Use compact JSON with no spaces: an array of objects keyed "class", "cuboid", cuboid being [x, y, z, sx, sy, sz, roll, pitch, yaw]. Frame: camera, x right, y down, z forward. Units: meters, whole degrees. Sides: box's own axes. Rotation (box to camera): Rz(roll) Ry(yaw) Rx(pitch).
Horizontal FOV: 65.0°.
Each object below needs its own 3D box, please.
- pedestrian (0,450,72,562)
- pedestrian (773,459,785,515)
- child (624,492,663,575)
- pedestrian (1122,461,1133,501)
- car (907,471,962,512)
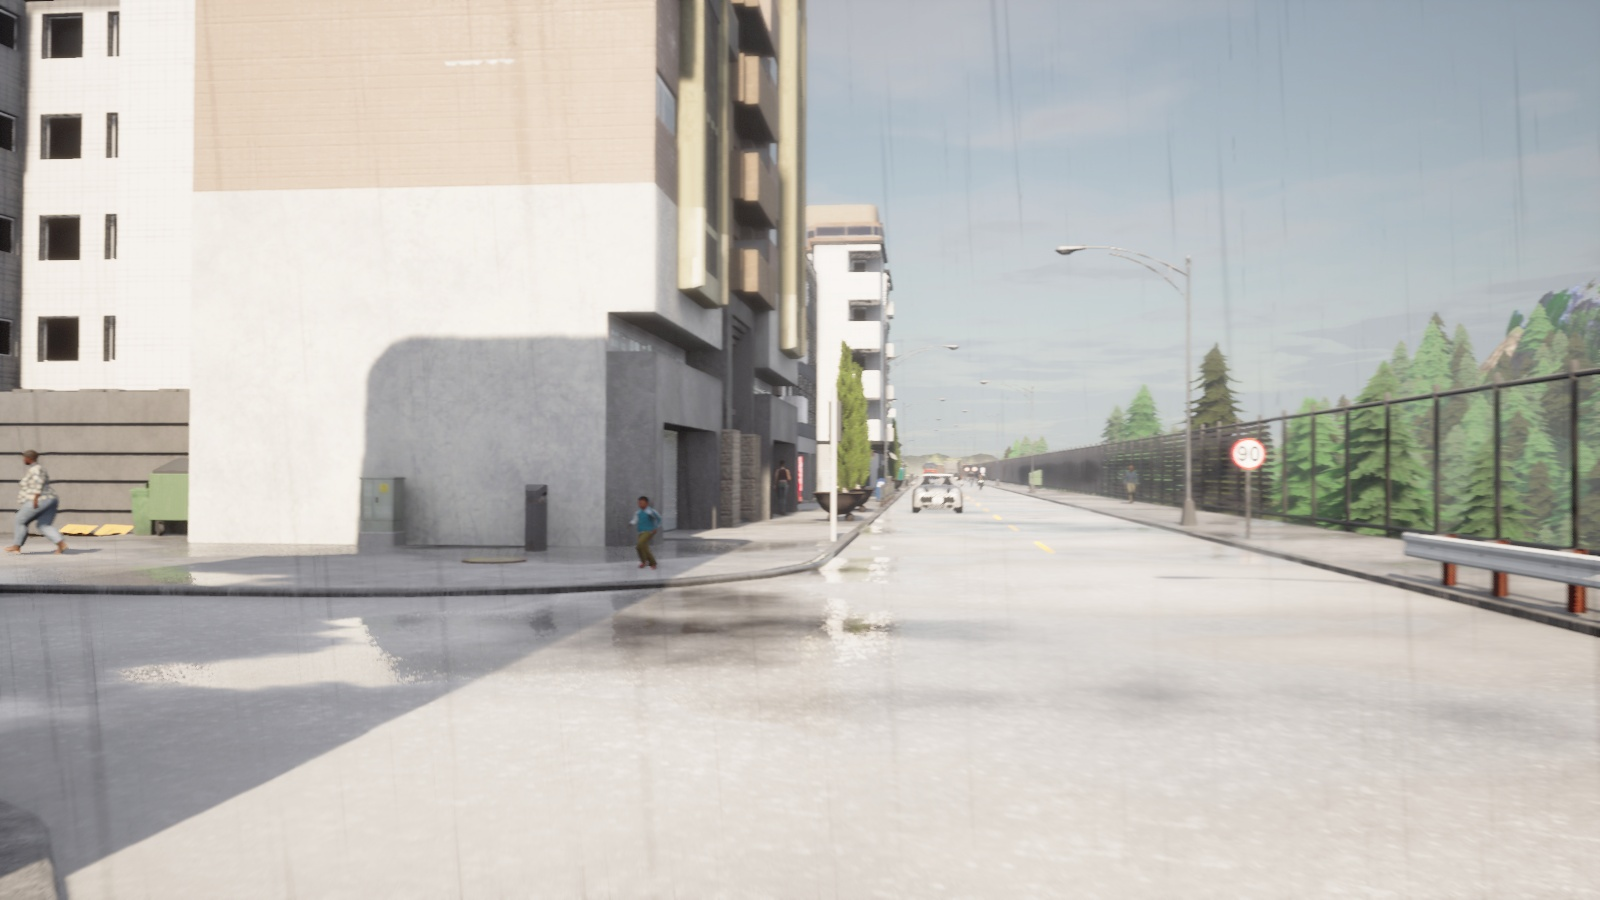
[{"class":"pedestrian","cuboid":[-13.042,0.942,21.312,0.900,1.855,0.874,0,-1,-5]},{"class":"pedestrian","cuboid":[-0.687,1.230,41.790,0.345,1.836,0.594,0,-1,4]},{"class":"child","cuboid":[-2.295,1.218,18.447,0.343,1.192,0.448,-1,-1,39]},{"class":"pedestrian","cuboid":[15.109,1.430,57.912,0.370,1.835,0.726,0,-1,8]},{"class":"car","cuboid":[5.090,1.558,47.647,1.970,1.475,3.806,0,-1,6]}]
